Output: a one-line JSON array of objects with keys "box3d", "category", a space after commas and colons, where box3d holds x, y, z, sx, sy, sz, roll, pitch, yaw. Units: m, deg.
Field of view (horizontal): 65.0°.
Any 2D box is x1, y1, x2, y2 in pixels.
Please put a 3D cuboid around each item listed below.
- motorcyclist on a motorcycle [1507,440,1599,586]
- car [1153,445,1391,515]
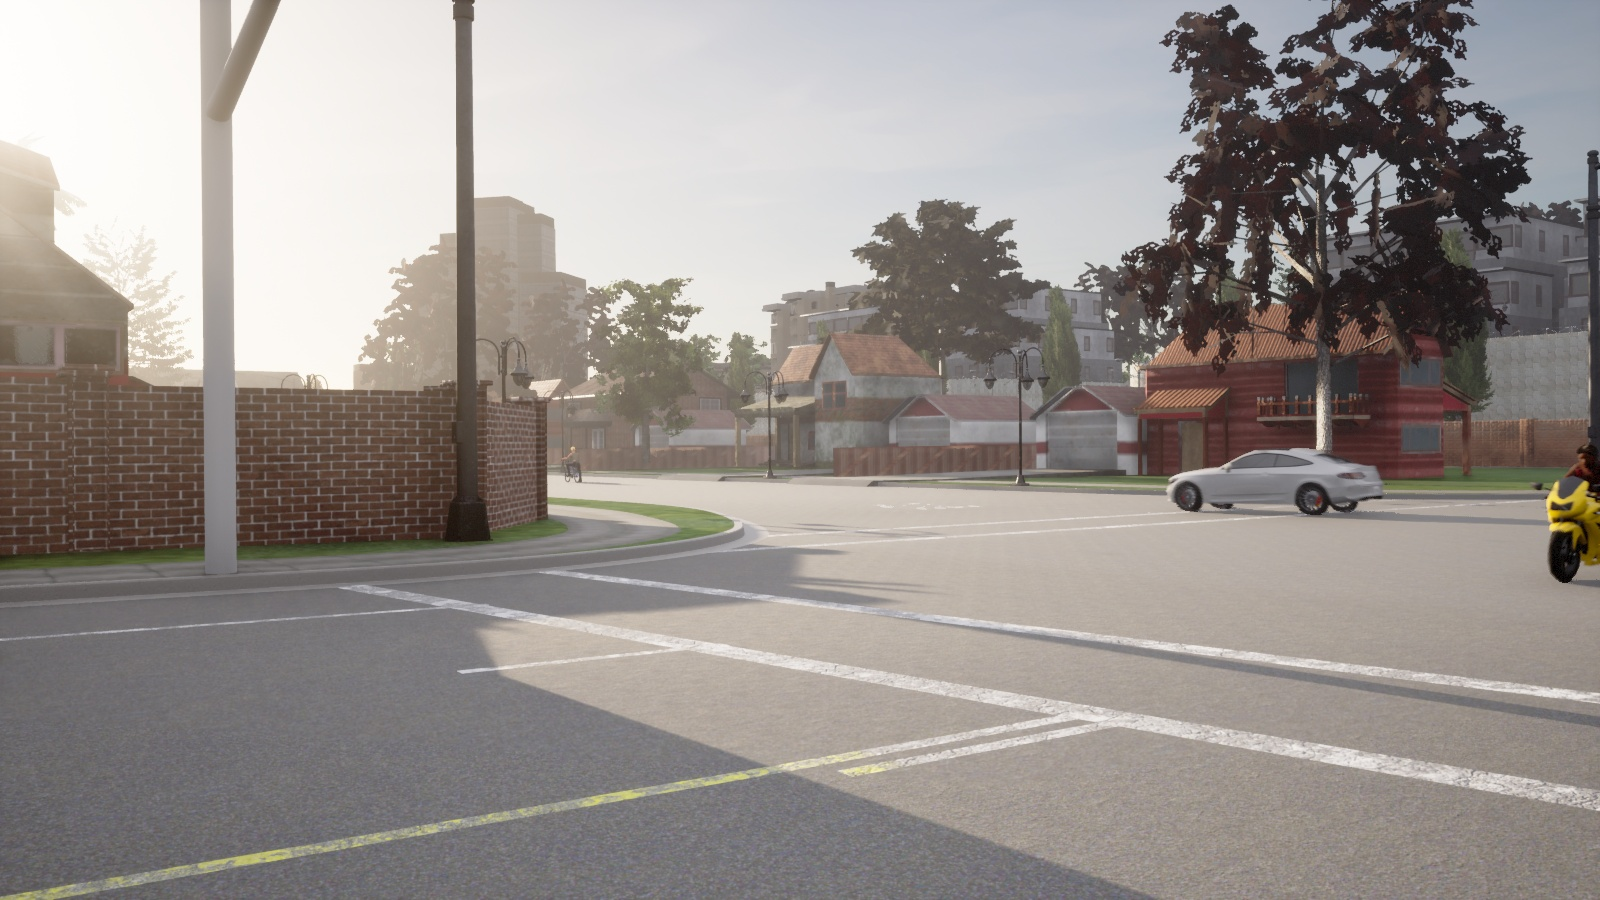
[{"box3d": [8.866, 0.656, 14.096, 2.044, 1.523, 0.797, -1, 0, -35], "category": "motorcyclist on a motorcycle"}, {"box3d": [10.517, 0.642, 28.233, 1.812, 1.442, 4.674, -1, 0, -45], "category": "car"}]
